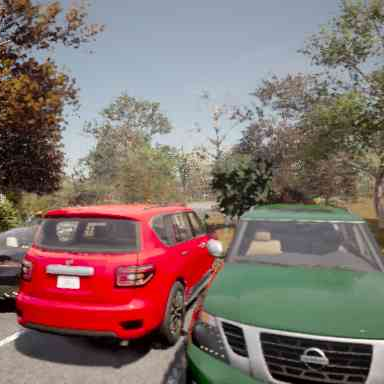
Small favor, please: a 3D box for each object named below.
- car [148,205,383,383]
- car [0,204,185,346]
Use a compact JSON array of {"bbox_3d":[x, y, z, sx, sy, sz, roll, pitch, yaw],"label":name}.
[{"bbox_3d":[1.575,1.245,4.966,2.435,2.045,5.566,0,-1,15],"label":"car"},{"bbox_3d":[-0.849,1.258,6.738,2.435,2.045,5.566,0,-1,15],"label":"car"}]
